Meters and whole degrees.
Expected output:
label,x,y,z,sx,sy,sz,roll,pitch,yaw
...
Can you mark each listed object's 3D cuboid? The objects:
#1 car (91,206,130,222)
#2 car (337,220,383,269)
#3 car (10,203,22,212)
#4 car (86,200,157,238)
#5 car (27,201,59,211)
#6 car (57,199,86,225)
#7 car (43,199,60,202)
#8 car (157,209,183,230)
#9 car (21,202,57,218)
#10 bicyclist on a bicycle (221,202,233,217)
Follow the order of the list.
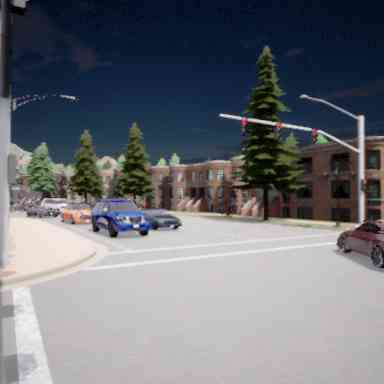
label,x,y,z,sx,sy,sz,roll,pitch,yaw
car,-7.963,2.081,32.204,1.895,1.301,4.718,1,-1,-38
car,6.854,1.722,11.780,1.812,1.442,4.674,1,-1,3
car,-25.325,2.280,49.847,4.181,1.385,1.994,0,-1,23
car,-4.481,1.527,20.338,2.150,2.045,5.566,1,-1,-32
car,-23.693,2.271,52.944,4.892,1.490,1.837,0,-1,23
car,-9.648,1.772,28.479,2.097,1.767,4.553,1,-1,-35
car,-16.300,1.817,40.665,5.566,2.045,2.150,-1,-1,37
car,-2.687,1.915,24.194,2.033,1.411,5.357,1,-1,-31
car,-16.222,2.085,35.968,4.181,1.385,1.994,-1,-1,40
bicyclist on a bicycle,3.701,1.848,34.949,1.656,1.620,0.582,0,-1,-32
